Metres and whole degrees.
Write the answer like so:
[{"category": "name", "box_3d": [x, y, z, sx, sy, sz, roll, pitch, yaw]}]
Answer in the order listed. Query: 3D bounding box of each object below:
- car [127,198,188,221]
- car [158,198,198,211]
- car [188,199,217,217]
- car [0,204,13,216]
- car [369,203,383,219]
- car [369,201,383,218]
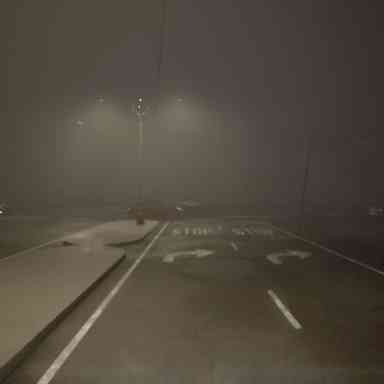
[{"category": "car", "box_3d": [-2.858, 1.353, 26.841, 4.553, 1.767, 2.097, 0, 0, 0]}, {"category": "car", "box_3d": [-1.706, 1.507, 41.035, 4.892, 1.490, 1.837, 0, 0, 0]}, {"category": "car", "box_3d": [-0.170, 1.492, 30.330, 4.902, 1.511, 2.128, 0, 0, 0]}, {"category": "car", "box_3d": [-18.901, 1.354, 30.393, 4.553, 1.767, 2.097, 0, 0, 0]}, {"category": "car", "box_3d": [16.787, 1.525, 26.778, 4.674, 1.442, 1.812, 0, 0, 0]}, {"category": "car", "box_3d": [18.708, 1.564, 30.256, 4.181, 1.385, 1.994, 0, 0, 0]}]
